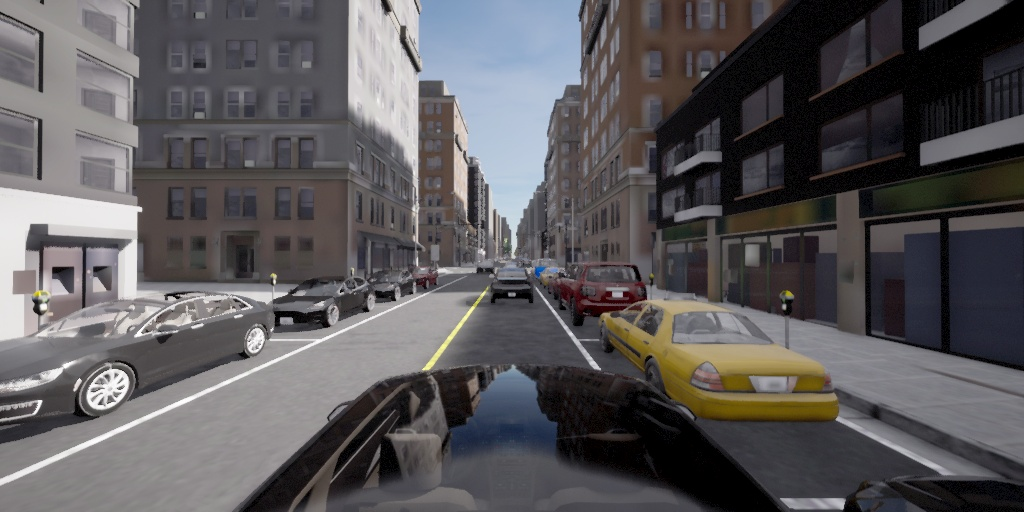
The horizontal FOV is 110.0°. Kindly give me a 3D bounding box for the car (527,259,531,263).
[{"bbox_3d":[2.668,1.277,34.348,1.751,1.417,4.829,0,0,0],"label":"car"}]

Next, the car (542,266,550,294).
[{"bbox_3d":[2.668,1.333,17.158,1.802,1.307,4.207,0,0,0],"label":"car"}]

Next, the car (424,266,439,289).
[{"bbox_3d":[-5.858,1.296,22.834,1.888,1.381,4.507,0,0,0],"label":"car"}]

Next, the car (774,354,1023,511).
[{"bbox_3d":[2.668,1.314,0.137,1.948,1.339,4.313,0,0,0],"label":"car"}]

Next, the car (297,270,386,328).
[{"bbox_3d":[-5.858,1.316,11.488,1.948,1.339,4.313,0,0,0],"label":"car"}]

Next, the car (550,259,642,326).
[{"bbox_3d":[2.668,1.065,11.485,2.192,1.841,5.009,0,0,0],"label":"car"}]

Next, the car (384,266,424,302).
[{"bbox_3d":[-5.857,1.316,17.161,1.948,1.339,4.313,0,0,0],"label":"car"}]

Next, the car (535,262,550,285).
[{"bbox_3d":[2.669,1.276,23.001,1.751,1.417,4.829,0,0,0],"label":"car"}]

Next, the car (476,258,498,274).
[{"bbox_3d":[-3.000,1.264,41.501,1.882,1.535,5.008,0,0,0],"label":"car"}]

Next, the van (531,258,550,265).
[{"bbox_3d":[2.669,1.092,28.505,1.690,1.789,3.998,0,0,0],"label":"van"}]

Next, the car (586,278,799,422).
[{"bbox_3d":[2.668,1.274,5.981,1.751,1.417,4.829,0,0,0],"label":"car"}]

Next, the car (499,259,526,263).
[{"bbox_3d":[0.000,1.285,31.501,1.812,1.442,4.674,0,0,0],"label":"car"}]

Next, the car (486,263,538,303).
[{"bbox_3d":[0.000,1.268,16.500,1.837,1.490,4.892,0,0,0],"label":"car"}]

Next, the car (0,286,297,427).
[{"bbox_3d":[-5.857,1.299,5.815,2.007,1.370,4.403,0,0,0],"label":"car"}]
